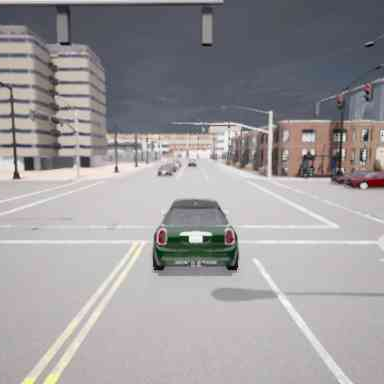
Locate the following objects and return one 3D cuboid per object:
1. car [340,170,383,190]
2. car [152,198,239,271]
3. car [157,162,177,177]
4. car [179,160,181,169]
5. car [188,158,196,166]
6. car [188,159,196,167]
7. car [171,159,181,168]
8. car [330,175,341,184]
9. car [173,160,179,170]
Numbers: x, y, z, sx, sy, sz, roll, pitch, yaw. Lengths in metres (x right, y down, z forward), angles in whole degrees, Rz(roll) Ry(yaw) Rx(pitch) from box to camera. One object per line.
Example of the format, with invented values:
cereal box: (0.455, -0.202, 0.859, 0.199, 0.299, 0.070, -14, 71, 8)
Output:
car: (15.993, -1.048, 28.699, 5.008, 1.535, 1.882, 0, 7, 0)
car: (0.093, 0.935, 9.785, 2.097, 1.767, 4.553, 0, 5, 0)
car: (-3.595, -2.956, 45.315, 2.128, 1.511, 4.902, 0, 7, 1)
car: (-3.485, -5.087, 64.028, 1.812, 1.442, 4.674, 0, 7, 1)
car: (0.035, -7.797, 85.959, 2.097, 1.767, 4.553, 0, 7, 0)
car: (0.031, -6.334, 75.406, 1.895, 1.301, 4.718, 0, 7, 0)
car: (-3.470, -6.428, 74.127, 2.097, 1.767, 4.553, 0, 7, 0)
car: (16.333, -1.382, 32.190, 5.357, 1.411, 2.033, 0, 7, 0)
car: (-3.558, -4.055, 54.694, 1.882, 1.535, 5.008, 0, 7, 0)
